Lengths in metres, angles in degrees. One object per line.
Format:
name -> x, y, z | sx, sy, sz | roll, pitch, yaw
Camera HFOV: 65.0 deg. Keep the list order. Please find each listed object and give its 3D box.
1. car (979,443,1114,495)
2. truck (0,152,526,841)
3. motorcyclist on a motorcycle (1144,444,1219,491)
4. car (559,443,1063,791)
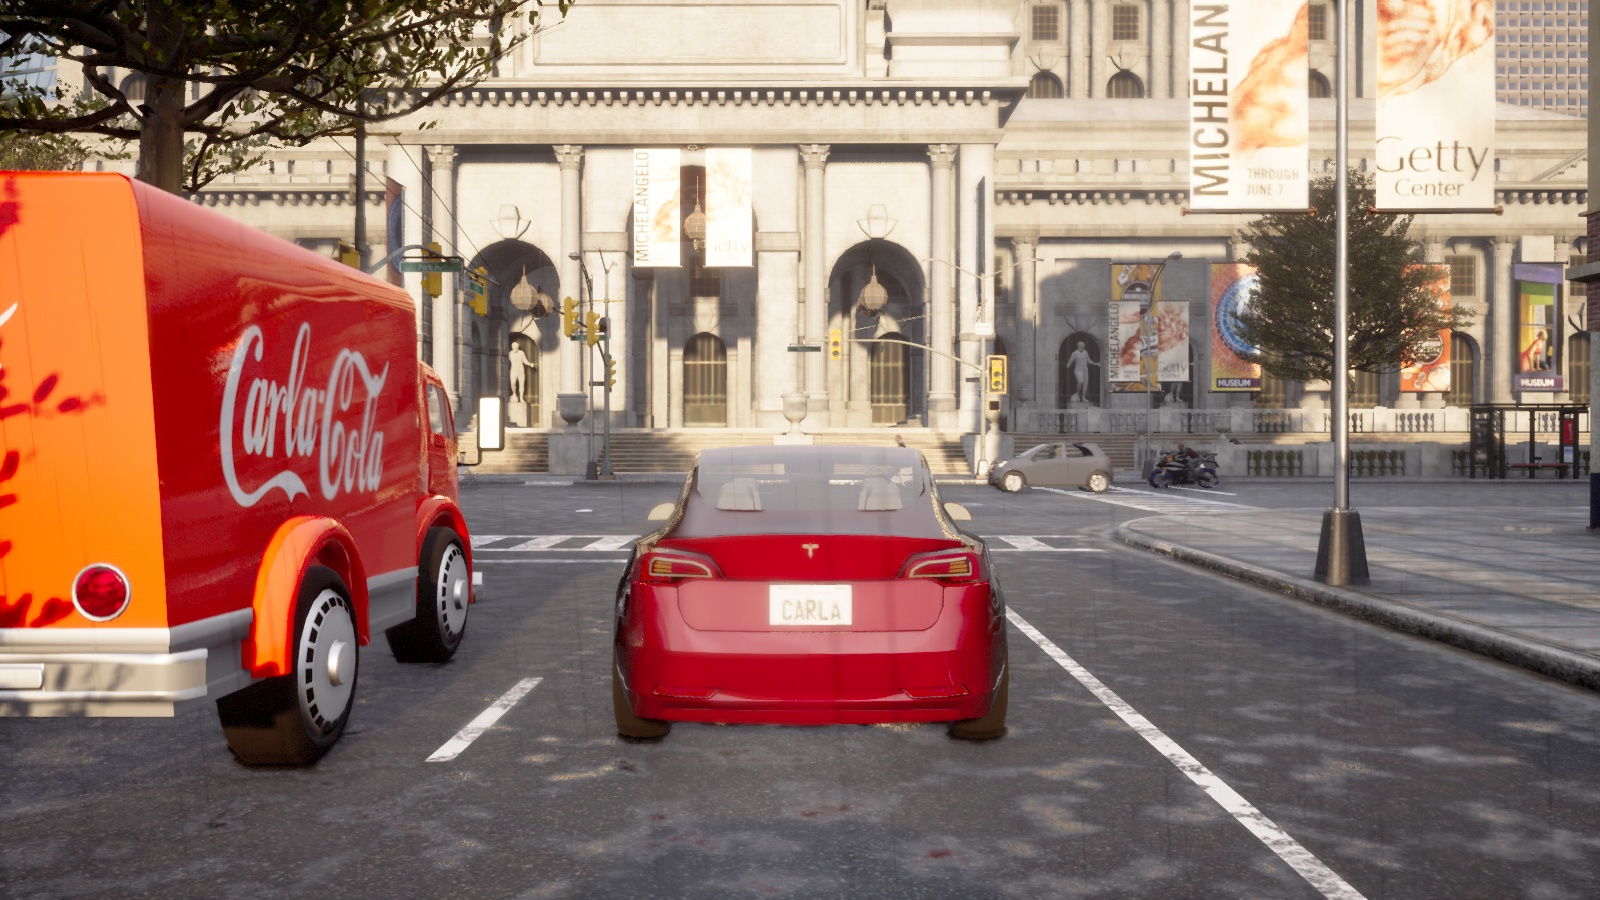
car -> 7.297, 0.555, 37.365 | 3.633, 1.501, 1.845 | 0, 0, -1
truck -> -3.445, 0.201, 7.107 | 2.627, 2.467, 5.204 | 0, -1, 0
motorcyclist on a motorcycle -> 12.407, 0.561, 40.866 | 2.191, 1.530, 0.866 | 0, 0, 1
car -> 0.058, 0.702, 7.783 | 2.163, 1.488, 4.792 | 0, 0, 0
